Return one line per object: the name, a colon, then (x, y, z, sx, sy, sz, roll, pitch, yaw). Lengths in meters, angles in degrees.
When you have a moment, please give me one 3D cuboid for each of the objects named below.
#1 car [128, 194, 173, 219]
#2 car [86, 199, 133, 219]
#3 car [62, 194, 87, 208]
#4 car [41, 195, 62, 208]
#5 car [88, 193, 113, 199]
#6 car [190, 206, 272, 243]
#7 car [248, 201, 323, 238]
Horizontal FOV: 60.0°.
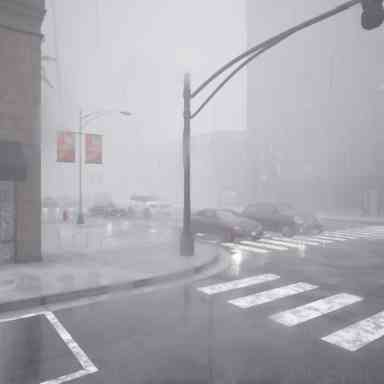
car: (-3.923, 1.181, 29.676, 2.150, 2.045, 5.566, 0, 0, -36)
car: (-7.228, 1.563, 28.701, 1.895, 1.301, 4.718, 0, 0, -36)
car: (-17.194, 1.451, 48.233, 1.812, 1.442, 4.674, 0, 0, -35)
car: (-20.219, 1.437, 46.880, 1.837, 1.490, 4.892, 0, 0, -35)
car: (-15.480, 1.130, 57.180, 2.150, 2.045, 5.566, 0, 0, -36)
car: (1.421, 1.512, 16.257, 1.812, 1.442, 4.674, 0, 0, -32)
car: (4.616, 1.334, 17.812, 2.097, 1.767, 4.553, 0, 0, -36)
